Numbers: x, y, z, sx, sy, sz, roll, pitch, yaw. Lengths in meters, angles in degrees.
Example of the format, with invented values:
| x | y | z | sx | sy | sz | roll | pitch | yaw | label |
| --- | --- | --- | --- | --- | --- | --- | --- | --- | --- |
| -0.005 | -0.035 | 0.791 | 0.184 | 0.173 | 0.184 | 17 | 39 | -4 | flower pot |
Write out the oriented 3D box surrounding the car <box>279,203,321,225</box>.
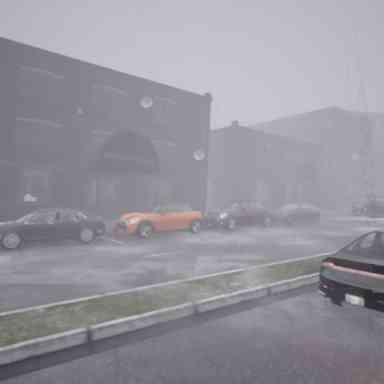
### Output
| x | y | z | sx | sy | sz | roll | pitch | yaw | label |
| --- | --- | --- | --- | --- | --- | --- | --- | --- | --- |
| 7.417 | 1.516 | 23.928 | 4.674 | 1.452 | 2.002 | 0 | 0 | -36 | car |

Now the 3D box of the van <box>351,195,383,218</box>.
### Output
| x | y | z | sx | sy | sz | roll | pitch | yaw | label |
| --- | --- | --- | --- | --- | --- | --- | --- | --- | --- |
| 16.301 | 1.263 | 30.297 | 4.442 | 1.987 | 1.878 | 0 | 0 | -36 | van |

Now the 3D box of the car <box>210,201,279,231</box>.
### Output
| x | y | z | sx | sy | sz | roll | pitch | yaw | label |
| --- | --- | --- | --- | --- | --- | --- | --- | --- | --- |
| 2.849 | 1.344 | 20.653 | 4.553 | 1.767 | 2.185 | 0 | 0 | -36 | car |

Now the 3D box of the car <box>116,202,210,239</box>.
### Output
| x | y | z | sx | sy | sz | roll | pitch | yaw | label |
| --- | --- | --- | --- | --- | --- | --- | --- | --- | --- |
| -1.642 | 1.337 | 17.434 | 4.553 | 1.767 | 2.185 | 0 | 0 | -36 | car |

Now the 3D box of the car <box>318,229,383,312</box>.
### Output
| x | y | z | sx | sy | sz | roll | pitch | yaw | label |
| --- | --- | --- | --- | --- | --- | --- | --- | --- | --- |
| 4.554 | 1.499 | 6.686 | 4.902 | 1.511 | 2.128 | 0 | 0 | -35 | car |

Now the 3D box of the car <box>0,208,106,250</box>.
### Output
| x | y | z | sx | sy | sz | roll | pitch | yaw | label |
| --- | --- | --- | --- | --- | --- | --- | --- | --- | --- |
| -6.154 | 1.458 | 14.200 | 4.892 | 1.521 | 2.231 | 0 | 0 | -36 | car |
